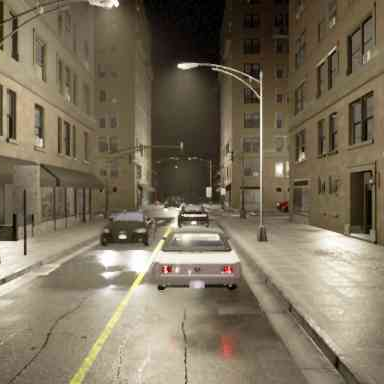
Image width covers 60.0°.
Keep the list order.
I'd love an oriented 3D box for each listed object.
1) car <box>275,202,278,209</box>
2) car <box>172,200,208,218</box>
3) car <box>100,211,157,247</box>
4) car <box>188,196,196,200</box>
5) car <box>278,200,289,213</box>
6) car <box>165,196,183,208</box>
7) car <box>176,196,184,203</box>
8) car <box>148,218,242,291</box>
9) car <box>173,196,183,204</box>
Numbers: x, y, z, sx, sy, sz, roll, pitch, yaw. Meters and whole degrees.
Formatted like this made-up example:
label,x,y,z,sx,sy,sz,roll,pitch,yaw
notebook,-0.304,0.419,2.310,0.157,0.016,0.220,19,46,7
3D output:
label,x,y,z,sx,sy,sz,roll,pitch,yaw
car,12.272,1.411,38.508,5.009,1.841,2.192,0,0,0
car,-0.017,1.534,21.209,2.128,1.511,4.902,0,0,-3
car,-2.750,1.592,15.149,1.994,1.385,4.181,0,0,0
car,0.011,1.785,90.627,2.128,1.511,4.902,0,0,0
car,12.240,1.587,35.970,4.892,1.490,1.837,0,0,0
car,-2.838,1.472,48.950,2.097,1.767,4.553,0,0,0
car,-2.740,1.733,77.917,1.812,1.442,4.674,0,0,0
car,0.105,1.616,9.046,1.895,1.301,4.718,0,0,0
car,-2.759,1.684,67.629,1.837,1.490,4.892,0,0,1
